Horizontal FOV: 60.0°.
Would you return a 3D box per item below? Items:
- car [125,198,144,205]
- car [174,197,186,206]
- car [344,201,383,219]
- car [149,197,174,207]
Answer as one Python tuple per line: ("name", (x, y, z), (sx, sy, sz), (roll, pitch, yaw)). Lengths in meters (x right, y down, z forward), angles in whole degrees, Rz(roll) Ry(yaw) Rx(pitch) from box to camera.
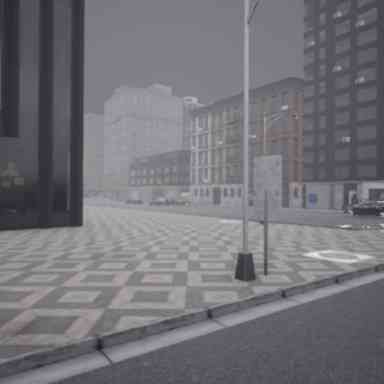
("car", (-10.842, 1.695, 62.158), (1.895, 1.301, 4.718), (1, 0, -36))
("car", (-2.965, 1.599, 56.906), (2.128, 1.511, 4.902), (1, 0, -36))
("car", (16.247, 1.555, 30.052), (1.837, 1.490, 4.892), (1, 0, -36))
("car", (-5.401, 1.606, 54.612), (1.812, 1.442, 4.674), (1, 0, -36))
